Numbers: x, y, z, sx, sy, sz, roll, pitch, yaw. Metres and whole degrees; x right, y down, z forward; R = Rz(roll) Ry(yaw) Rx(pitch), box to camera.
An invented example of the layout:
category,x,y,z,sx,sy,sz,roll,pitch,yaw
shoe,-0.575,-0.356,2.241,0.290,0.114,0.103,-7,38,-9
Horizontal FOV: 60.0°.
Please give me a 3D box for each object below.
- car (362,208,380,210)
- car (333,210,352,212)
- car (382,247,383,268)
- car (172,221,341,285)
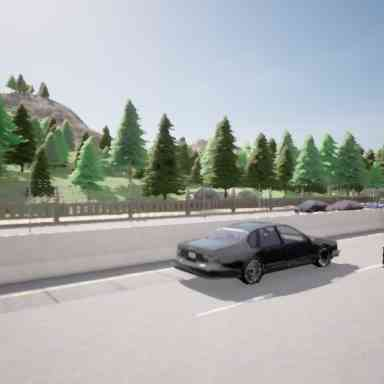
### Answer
category,x,y,z,sx,sy,sz,roll,pitch,yaw
car,16.981,1.308,29.196,4.553,1.767,2.097,0,0,-36
car,14.725,1.512,31.884,4.674,1.442,1.812,0,0,-36
car,6.868,1.465,8.730,4.902,1.511,2.128,-1,0,-36
car,2.042,1.568,9.567,5.357,1.411,2.033,0,0,-36
